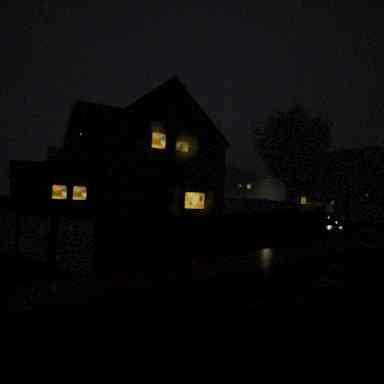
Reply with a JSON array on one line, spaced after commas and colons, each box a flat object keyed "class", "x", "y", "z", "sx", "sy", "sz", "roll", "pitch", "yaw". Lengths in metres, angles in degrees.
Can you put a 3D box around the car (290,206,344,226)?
[{"class": "car", "x": 7.511, "y": 1.495, "z": 22.847, "sx": 2.033, "sy": 1.411, "sz": 5.357, "roll": 4, "pitch": -2, "yaw": -33}]
